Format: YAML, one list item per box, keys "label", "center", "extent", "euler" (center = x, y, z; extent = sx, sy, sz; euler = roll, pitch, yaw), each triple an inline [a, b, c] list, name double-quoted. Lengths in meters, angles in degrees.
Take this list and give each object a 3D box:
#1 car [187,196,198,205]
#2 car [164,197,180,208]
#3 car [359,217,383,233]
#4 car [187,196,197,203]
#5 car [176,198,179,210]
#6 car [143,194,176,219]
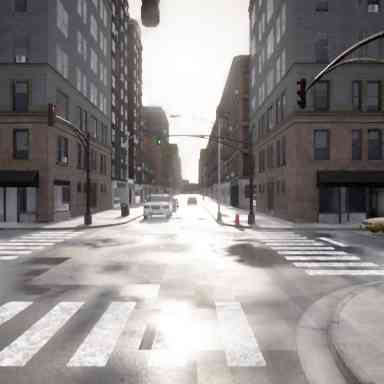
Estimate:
- label: "car"
  center: [0.023, 1.539, 59.653]
  extent: [2.033, 1.411, 5.357]
  euler: [0, 0, 0]
- label: "car"
  center: [-2.903, 1.545, 49.715]
  extent: [2.033, 1.411, 5.357]
  euler: [0, 0, 0]
- label: "car"
  center: [11.612, 1.559, 17.868]
  extent: [4.829, 1.417, 1.752]
  euler: [0, 0, 0]
- label: "car"
  center: [0.018, 1.586, 70.029]
  extent: [1.895, 1.301, 4.718]
  euler: [0, 0, 0]
- label: "car"
  center: [-2.891, 1.353, 39.432]
  extent: [2.097, 1.767, 4.553]
  euler: [0, 0, 0]
- label: "car"
  center: [-2.884, 1.224, 29.168]
  extent: [2.150, 2.045, 5.566]
  euler: [0, 0, 0]
